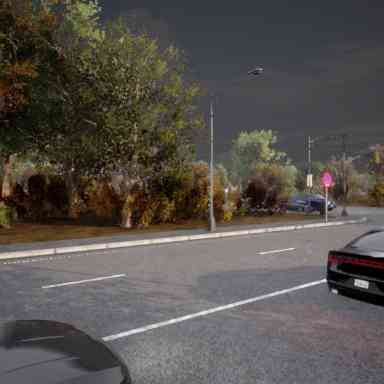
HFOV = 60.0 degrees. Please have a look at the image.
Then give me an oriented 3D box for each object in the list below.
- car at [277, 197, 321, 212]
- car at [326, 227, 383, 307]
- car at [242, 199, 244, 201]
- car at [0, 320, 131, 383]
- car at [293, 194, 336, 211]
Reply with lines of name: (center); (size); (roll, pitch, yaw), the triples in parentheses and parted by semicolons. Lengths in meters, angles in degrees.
car: (12.118, 1.564, 38.193); (1.994, 1.385, 4.181); (0, 0, -32)
car: (5.022, 1.478, 7.349); (5.008, 1.535, 1.882); (0, 0, -36)
car: (7.591, 1.522, 45.319); (1.812, 1.442, 4.674); (0, 0, -32)
car: (-2.697, 1.505, 1.815); (4.892, 1.490, 1.837); (0, 0, -36)
car: (14.720, 1.221, 40.663); (2.150, 2.045, 5.566); (0, 0, -31)
